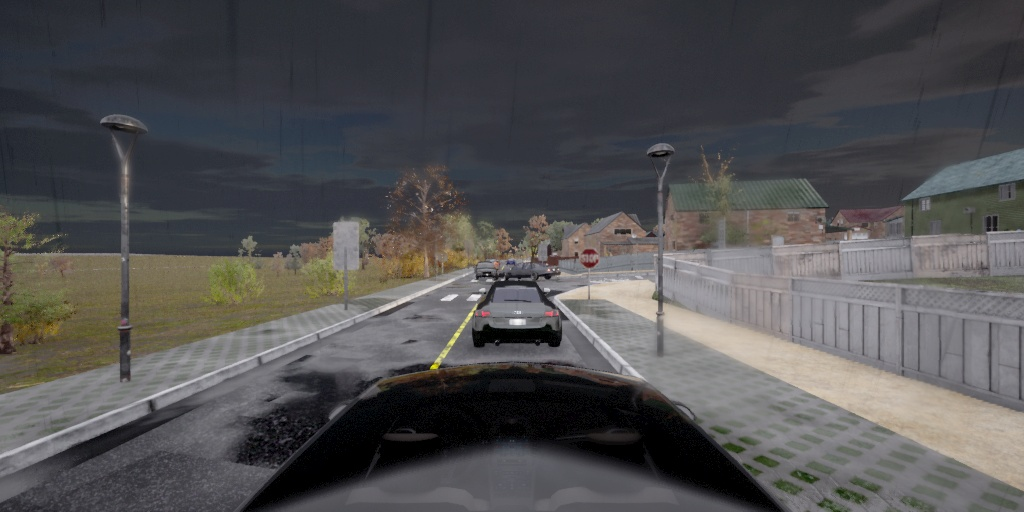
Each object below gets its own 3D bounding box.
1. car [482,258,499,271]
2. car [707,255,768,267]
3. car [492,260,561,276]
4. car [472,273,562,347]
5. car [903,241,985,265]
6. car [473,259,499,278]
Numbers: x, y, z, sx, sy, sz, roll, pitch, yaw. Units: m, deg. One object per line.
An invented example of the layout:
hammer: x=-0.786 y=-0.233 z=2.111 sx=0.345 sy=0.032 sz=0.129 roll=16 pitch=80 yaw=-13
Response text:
car: x=-2.985 y=1.121 z=51.038 sx=2.097 sy=1.767 sz=4.553 roll=0 pitch=0 yaw=0
car: x=14.329 y=0.413 z=22.734 sx=4.181 sy=1.385 sz=1.994 roll=-3 pitch=0 yaw=16
car: x=1.263 y=1.198 z=28.320 sx=5.357 sy=1.411 sz=2.033 roll=-4 pitch=-3 yaw=43
car: x=0.081 y=1.313 z=9.302 sx=1.994 sy=1.385 sz=4.181 roll=0 pitch=0 yaw=-1
car: x=23.836 y=-0.208 z=20.338 sx=4.902 sy=1.511 sz=2.128 roll=-3 pitch=0 yaw=14
car: x=-2.333 y=1.258 z=31.222 sx=1.837 sy=1.490 sz=4.892 roll=0 pitch=0 yaw=-8
